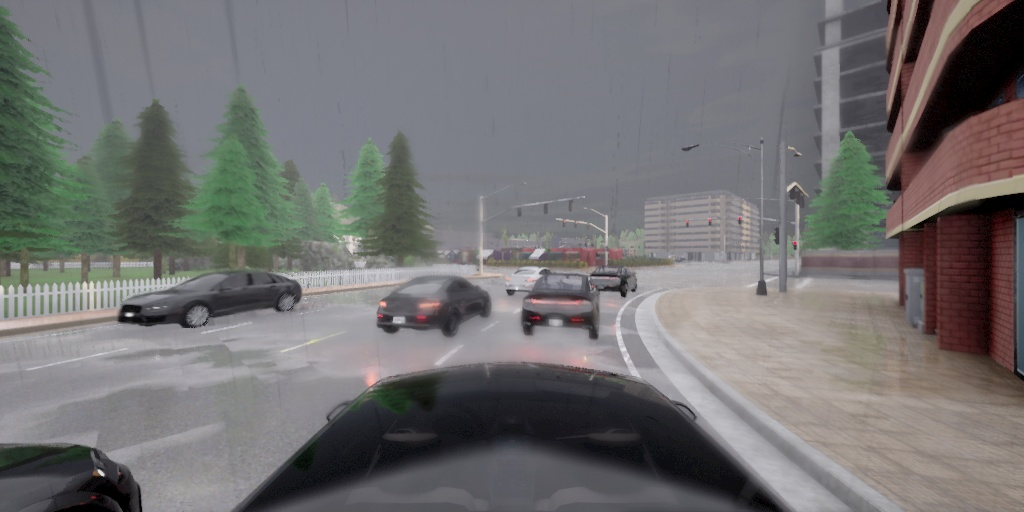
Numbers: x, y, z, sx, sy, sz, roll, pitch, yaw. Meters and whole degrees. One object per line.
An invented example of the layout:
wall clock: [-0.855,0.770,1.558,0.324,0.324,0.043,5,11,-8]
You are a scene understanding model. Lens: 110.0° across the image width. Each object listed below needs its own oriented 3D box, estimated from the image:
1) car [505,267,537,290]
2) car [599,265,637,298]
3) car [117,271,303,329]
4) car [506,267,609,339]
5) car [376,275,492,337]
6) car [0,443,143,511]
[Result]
car: [1.243,1.269,18.796,1.812,1.442,4.674,0,0,26]
car: [5.320,1.235,18.788,2.128,1.511,4.902,0,0,28]
car: [-9.119,1.252,11.442,1.837,1.490,4.892,-1,0,14]
car: [1.549,1.238,10.167,2.128,1.511,4.902,0,0,14]
car: [-1.999,1.272,10.294,1.812,1.442,4.674,0,0,13]
car: [-3.170,1.315,0.387,1.994,1.385,4.181,0,0,-2]
